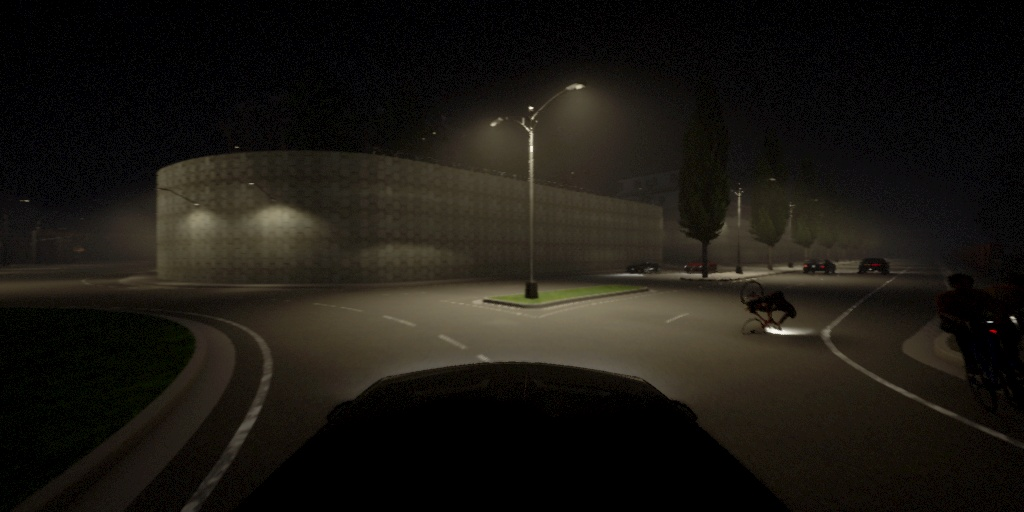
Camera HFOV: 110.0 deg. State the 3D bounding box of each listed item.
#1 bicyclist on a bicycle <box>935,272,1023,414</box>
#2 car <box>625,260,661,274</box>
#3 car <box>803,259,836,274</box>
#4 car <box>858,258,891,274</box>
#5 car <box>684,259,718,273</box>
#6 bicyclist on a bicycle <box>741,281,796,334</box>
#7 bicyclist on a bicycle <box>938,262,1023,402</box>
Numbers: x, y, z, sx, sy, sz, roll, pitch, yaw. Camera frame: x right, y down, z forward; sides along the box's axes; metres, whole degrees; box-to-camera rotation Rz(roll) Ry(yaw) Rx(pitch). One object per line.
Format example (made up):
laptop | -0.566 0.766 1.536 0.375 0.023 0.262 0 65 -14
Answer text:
bicyclist on a bicycle | 5.618 1.032 4.307 0.582 1.620 1.656 -13 -24 34
car | 13.199 1.078 35.956 4.181 1.385 1.994 0 0 -40
car | 30.214 0.992 35.242 5.357 1.411 2.033 -1 0 -40
car | 34.991 0.934 34.672 4.892 1.490 1.837 -1 1 -40
car | 19.331 1.009 36.571 4.674 1.442 1.812 0 0 -40
bicyclist on a bicycle | 6.475 1.394 9.081 1.620 1.656 0.582 -5 4 -12
bicyclist on a bicycle | 7.342 1.069 5.317 1.656 1.620 0.582 -10 9 -12
